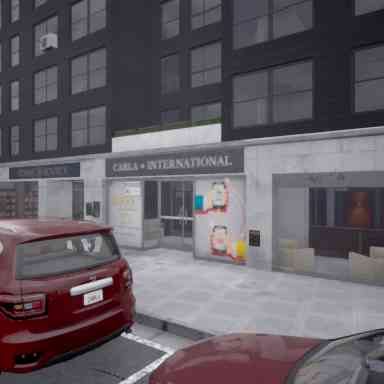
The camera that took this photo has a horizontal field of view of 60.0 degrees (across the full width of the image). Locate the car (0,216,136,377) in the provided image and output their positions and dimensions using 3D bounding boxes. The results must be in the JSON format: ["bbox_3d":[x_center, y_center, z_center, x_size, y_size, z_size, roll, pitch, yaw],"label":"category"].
[{"bbox_3d":[-3.099,1.314,5.281,5.009,1.841,2.192,0,0,35],"label":"car"}]

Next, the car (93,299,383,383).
[{"bbox_3d":[1.513,1.582,1.999,4.206,1.307,1.802,0,0,35],"label":"car"}]
